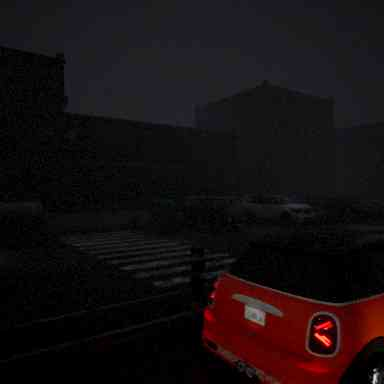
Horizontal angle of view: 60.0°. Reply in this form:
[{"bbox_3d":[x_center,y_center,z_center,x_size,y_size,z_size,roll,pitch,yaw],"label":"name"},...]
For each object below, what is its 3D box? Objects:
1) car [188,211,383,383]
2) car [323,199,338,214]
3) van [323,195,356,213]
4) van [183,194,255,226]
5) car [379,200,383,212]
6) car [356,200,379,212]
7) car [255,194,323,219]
[{"bbox_3d":[2.414,1.345,4.823,4.553,1.767,2.097,0,0,-35],"label":"car"},{"bbox_3d":[7.982,1.488,24.785,2.002,1.452,4.674,0,0,-36],"label":"car"},{"bbox_3d":[10.258,1.227,26.549,1.878,1.987,4.442,0,0,-35],"label":"van"},{"bbox_3d":[1.320,1.230,19.882,1.878,1.987,4.442,0,0,-36],"label":"van"},{"bbox_3d":[14.729,1.503,29.562,2.163,1.488,4.792,0,0,-36],"label":"car"},{"bbox_3d":[12.466,1.461,27.990,2.097,1.535,5.008,0,0,-36],"label":"car"},{"bbox_3d":[5.755,1.196,23.156,2.435,2.045,5.566,0,0,-36],"label":"car"}]
